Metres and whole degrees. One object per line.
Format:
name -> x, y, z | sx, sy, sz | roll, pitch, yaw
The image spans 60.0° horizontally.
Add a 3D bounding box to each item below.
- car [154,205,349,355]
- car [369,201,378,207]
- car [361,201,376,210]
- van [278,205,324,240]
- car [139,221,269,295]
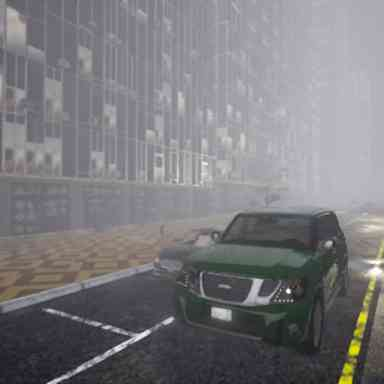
car -> 1.836, 1.345, 6.881 | 2.150, 2.045, 5.566 | 0, -1, 31
car -> 45.236, 2.937, 82.841 | 1.947, 1.339, 4.313 | 0, -1, 31
car -> 33.340, 2.615, 63.428 | 1.887, 1.381, 4.507 | 0, -1, 31
van -> 6.572, 1.686, 19.751 | 1.690, 1.788, 3.998 | 0, -1, 31
car -> 0.623, 1.723, 10.042 | 2.008, 1.369, 4.403 | 0, -1, 31
